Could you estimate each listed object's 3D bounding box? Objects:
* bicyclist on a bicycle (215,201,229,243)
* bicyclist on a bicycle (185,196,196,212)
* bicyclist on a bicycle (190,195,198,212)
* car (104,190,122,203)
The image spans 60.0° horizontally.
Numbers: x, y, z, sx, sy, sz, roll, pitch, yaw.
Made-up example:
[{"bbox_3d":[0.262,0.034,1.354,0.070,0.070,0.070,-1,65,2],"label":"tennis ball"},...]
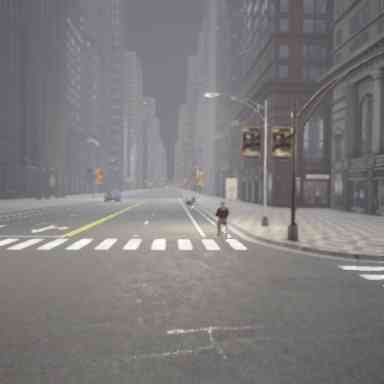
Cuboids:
[{"bbox_3d":[1.305,1.285,14.534,0.659,1.776,1.843,1,1,-4],"label":"bicyclist on a bicycle"},{"bbox_3d":[-0.110,0.954,33.174,0.659,1.843,1.776,-22,-43,28],"label":"bicyclist on a bicycle"},{"bbox_3d":[0.195,1.196,34.949,0.582,1.620,1.656,3,0,-4],"label":"bicyclist on a bicycle"},{"bbox_3d":[-13.094,0.653,55.255,2.150,2.045,5.566,1,1,-3],"label":"car"}]
